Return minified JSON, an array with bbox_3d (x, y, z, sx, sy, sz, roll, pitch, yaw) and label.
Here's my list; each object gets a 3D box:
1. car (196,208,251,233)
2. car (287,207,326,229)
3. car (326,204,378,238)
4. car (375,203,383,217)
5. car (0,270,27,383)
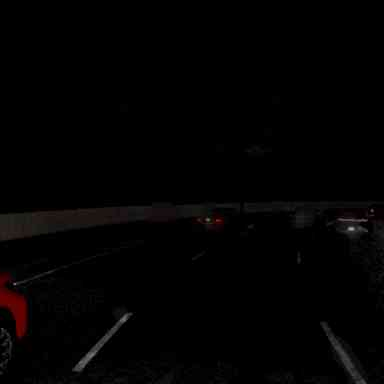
[{"bbox_3d":[2.149,1.712,21.183,2.033,1.411,5.357,0,0,28],"label":"car"},{"bbox_3d":[8.351,1.777,23.915,1.994,1.385,4.181,0,0,34],"label":"car"},{"bbox_3d":[9.291,1.673,19.058,2.128,1.511,4.902,0,-1,29],"label":"car"},{"bbox_3d":[20.472,1.919,35.936,4.181,1.385,1.994,0,0,-36],"label":"car"},{"bbox_3d":[-3.340,1.222,1.962,2.150,2.045,5.566,0,0,4],"label":"car"}]
